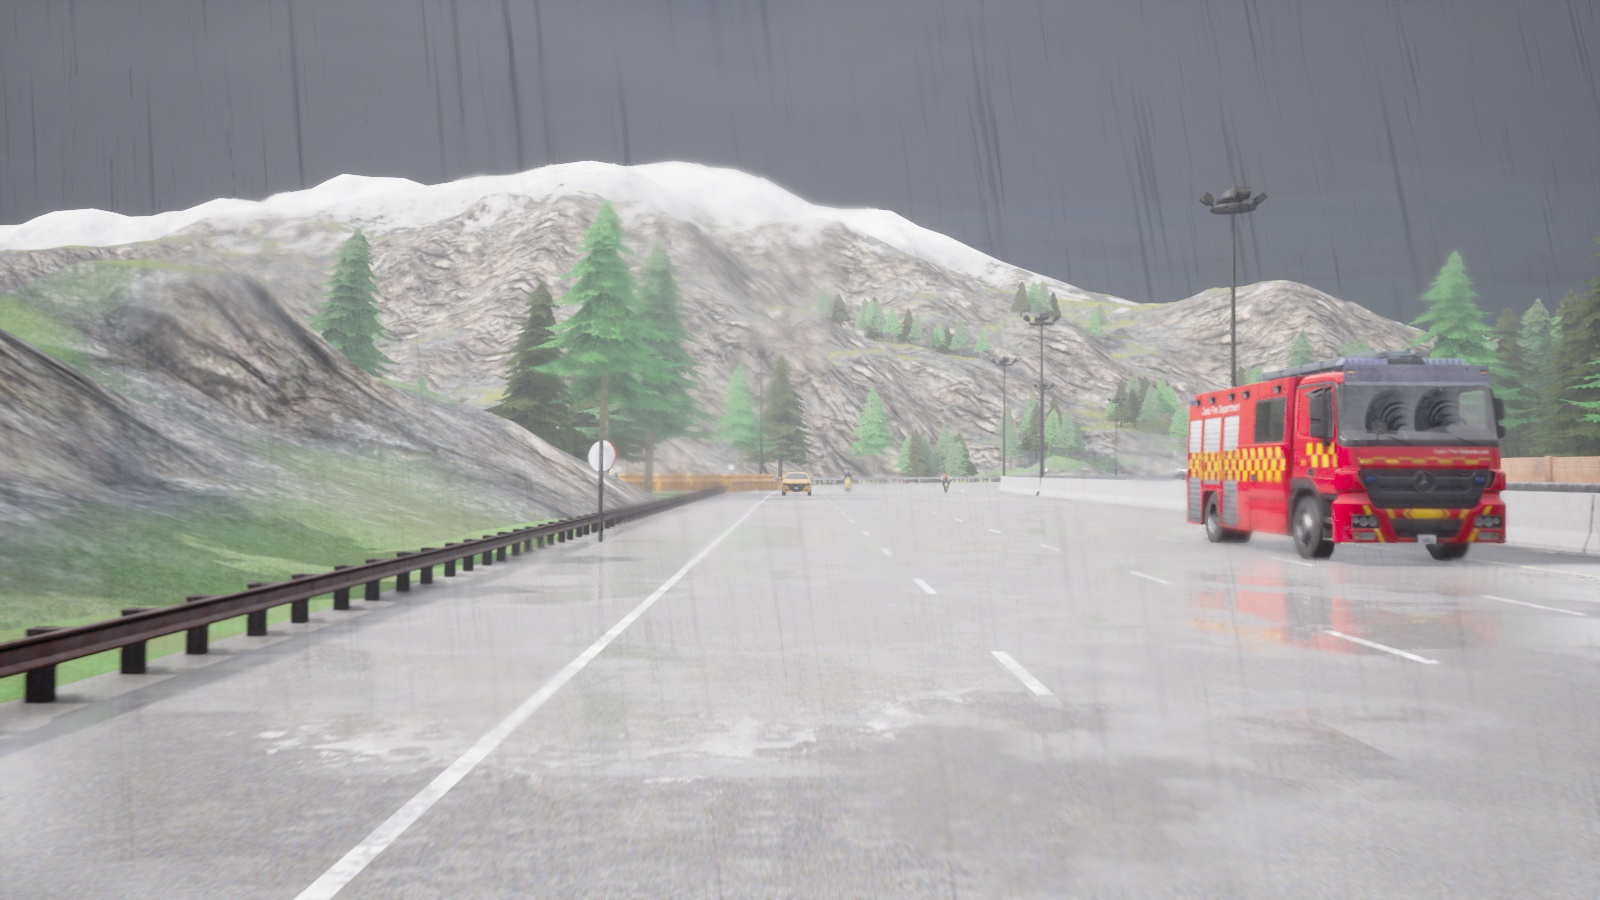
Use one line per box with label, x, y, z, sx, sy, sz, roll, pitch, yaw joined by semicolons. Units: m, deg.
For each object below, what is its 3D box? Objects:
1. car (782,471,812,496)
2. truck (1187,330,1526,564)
car;-0.191;2.148;80.866;1.882;1.535;5.008;0;-1;0
truck;10.435;0.025;24.849;2.891;3.827;8.468;0;-1;0
